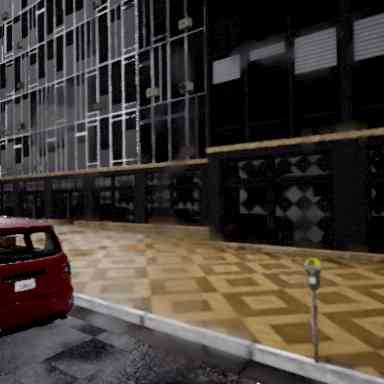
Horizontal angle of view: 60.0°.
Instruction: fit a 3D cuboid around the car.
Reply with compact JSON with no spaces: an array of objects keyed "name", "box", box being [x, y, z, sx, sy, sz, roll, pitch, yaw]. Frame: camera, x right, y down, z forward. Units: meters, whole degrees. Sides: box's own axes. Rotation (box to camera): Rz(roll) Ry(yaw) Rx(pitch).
[{"name":"car","box":[-4.184,1.346,5.863,5.009,1.841,2.192,0,-1,35]}]
